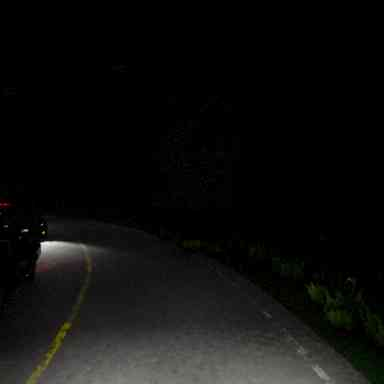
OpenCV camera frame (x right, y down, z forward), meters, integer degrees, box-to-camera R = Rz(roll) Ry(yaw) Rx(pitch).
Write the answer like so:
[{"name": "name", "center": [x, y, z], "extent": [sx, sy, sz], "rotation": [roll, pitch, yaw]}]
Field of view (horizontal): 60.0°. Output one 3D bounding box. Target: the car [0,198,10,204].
[{"name": "car", "center": [-14.978, 1.338, 23.818], "extent": [4.892, 1.490, 1.837], "rotation": [1, 0, 43]}]

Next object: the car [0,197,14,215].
[{"name": "car", "center": [-19.255, 1.290, 31.961], "extent": [4.892, 1.490, 1.837], "rotation": [1, 0, 37]}]

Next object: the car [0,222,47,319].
[{"name": "car", "center": [-4.474, 1.552, 6.773], "extent": [1.895, 1.301, 4.718], "rotation": [0, 0, -14]}]

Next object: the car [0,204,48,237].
[{"name": "car", "center": [-8.288, 1.468, 16.008], "extent": [1.994, 1.385, 4.181], "rotation": [0, 0, -34]}]
